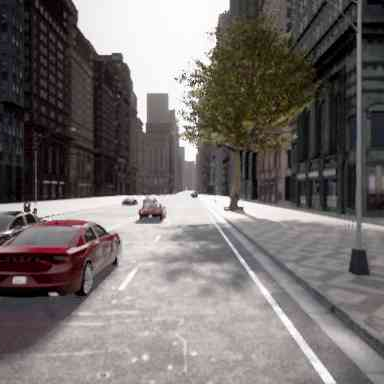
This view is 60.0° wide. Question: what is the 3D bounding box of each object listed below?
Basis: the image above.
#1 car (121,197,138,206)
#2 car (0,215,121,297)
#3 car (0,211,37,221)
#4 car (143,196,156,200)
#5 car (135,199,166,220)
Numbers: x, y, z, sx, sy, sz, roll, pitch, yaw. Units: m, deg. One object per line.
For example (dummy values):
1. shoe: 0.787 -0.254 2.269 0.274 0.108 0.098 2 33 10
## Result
1. car: -9.821 1.443 52.671 1.994 1.385 4.181 0 0 0
2. car: -3.152 1.456 8.557 1.882 1.535 5.008 0 0 0
3. car: -6.600 1.476 11.511 1.837 1.490 4.892 0 0 0
4. car: -6.577 1.372 52.085 2.128 1.511 4.902 0 0 0
5. car: -3.152 1.536 27.419 1.895 1.301 4.718 0 0 0
